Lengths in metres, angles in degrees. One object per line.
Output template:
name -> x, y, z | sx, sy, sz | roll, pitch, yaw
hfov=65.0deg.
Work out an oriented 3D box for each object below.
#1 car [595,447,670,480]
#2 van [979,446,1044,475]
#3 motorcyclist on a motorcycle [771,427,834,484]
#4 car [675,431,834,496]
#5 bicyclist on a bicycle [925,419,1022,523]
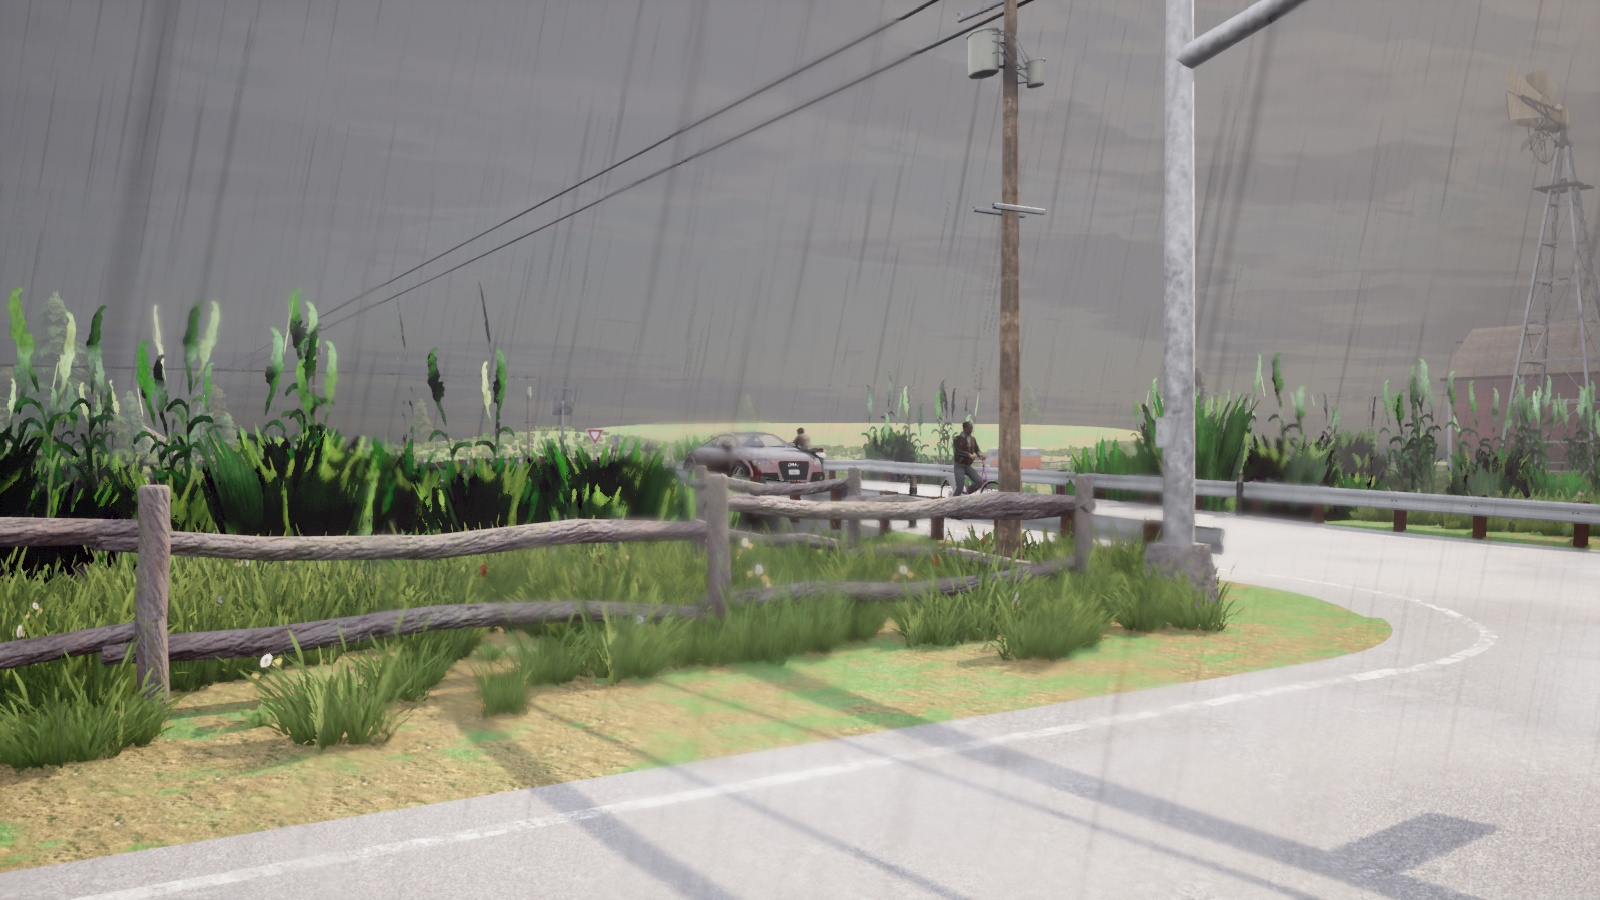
car -> -9.651, 0.773, 72.341 | 3.866, 1.878, 1.905 | 0, 0, -32
van -> 14.763, 0.715, 87.600 | 4.442, 1.987, 1.775 | 0, 0, -32
motorcyclist on a motorcycle -> 0.051, 0.140, 34.572 | 0.797, 1.523, 2.044 | 0, 0, -31
car -> -1.154, 0.274, 29.756 | 1.994, 1.385, 4.181 | 0, 1, -31
bicyclist on a bicycle -> 3.128, 0.348, 22.816 | 0.659, 1.776, 1.843 | 0, 2, -32
